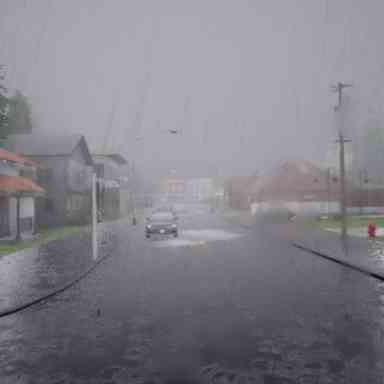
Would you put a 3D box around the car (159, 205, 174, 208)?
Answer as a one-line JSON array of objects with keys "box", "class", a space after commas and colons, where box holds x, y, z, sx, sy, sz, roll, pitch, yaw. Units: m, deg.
[{"box": [-2.403, 2.104, 30.720, 2.128, 1.511, 4.902, -1, -1, -3], "class": "car"}]

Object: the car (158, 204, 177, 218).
[{"box": [-2.967, 2.297, 40.843, 2.128, 1.511, 4.902, -1, -1, -3], "class": "car"}]

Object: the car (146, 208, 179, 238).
[{"box": [-1.810, 1.945, 20.708, 1.812, 1.442, 4.674, -1, -1, -4], "class": "car"}]
